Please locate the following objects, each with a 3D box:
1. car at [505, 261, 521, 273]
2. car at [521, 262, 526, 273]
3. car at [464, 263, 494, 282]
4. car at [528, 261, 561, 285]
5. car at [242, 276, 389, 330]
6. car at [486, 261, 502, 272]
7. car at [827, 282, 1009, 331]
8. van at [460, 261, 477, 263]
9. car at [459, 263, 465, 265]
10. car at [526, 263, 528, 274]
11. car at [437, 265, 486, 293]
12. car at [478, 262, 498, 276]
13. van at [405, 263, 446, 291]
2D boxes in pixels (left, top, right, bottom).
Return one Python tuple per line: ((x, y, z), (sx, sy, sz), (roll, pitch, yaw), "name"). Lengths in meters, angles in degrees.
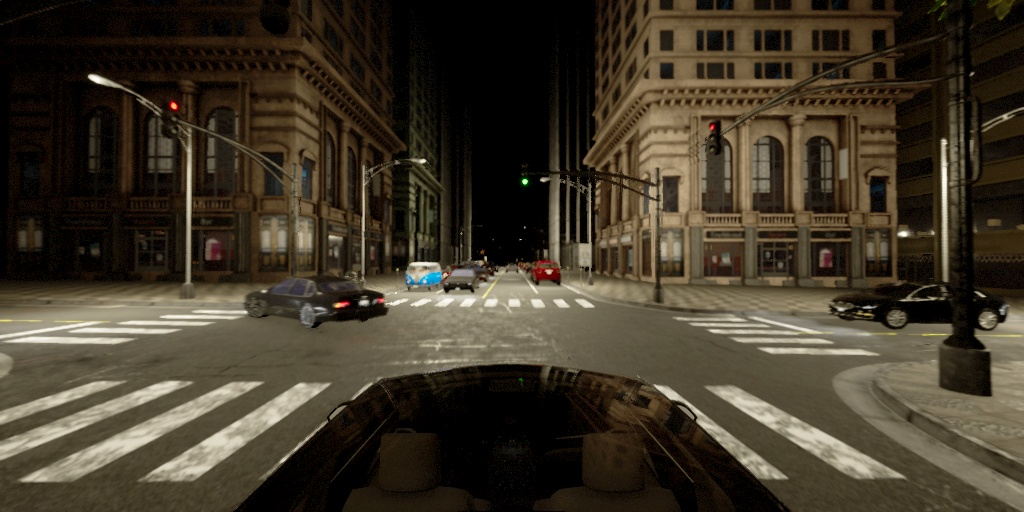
((0.008, 1.852, 54.196), (1.812, 1.442, 4.674), (0, -1, 0), "car")
((2.770, 1.838, 50.796), (2.007, 1.370, 4.403), (0, 0, 0), "car")
((-3.090, 1.634, 33.239), (2.033, 1.411, 5.357), (0, -1, 0), "car")
((2.767, 1.355, 29.034), (2.192, 1.841, 5.009), (0, 0, 0), "car")
((-6.270, 1.326, 11.278), (5.357, 1.411, 2.033), (0, -1, 31), "car")
((-3.031, 1.841, 55.135), (1.837, 1.490, 4.892), (0, -1, 1), "car")
((13.638, 1.620, 12.217), (4.892, 1.490, 1.837), (1, -1, 0), "car")
((-5.757, 1.565, 45.349), (1.690, 1.789, 3.998), (0, 0, 0), "van")
((-5.758, 1.646, 34.467), (1.888, 1.381, 4.507), (0, 0, 0), "car")
((2.767, 1.416, 34.475), (2.192, 1.841, 5.009), (0, 0, 0), "car")
((-3.097, 1.522, 23.091), (2.033, 1.411, 5.357), (0, -1, 0), "car")
((-3.068, 1.729, 43.515), (1.812, 1.442, 4.674), (0, -1, 0), "car")
((-5.760, 1.321, 23.587), (1.690, 1.789, 3.998), (0, 0, 0), "van")
